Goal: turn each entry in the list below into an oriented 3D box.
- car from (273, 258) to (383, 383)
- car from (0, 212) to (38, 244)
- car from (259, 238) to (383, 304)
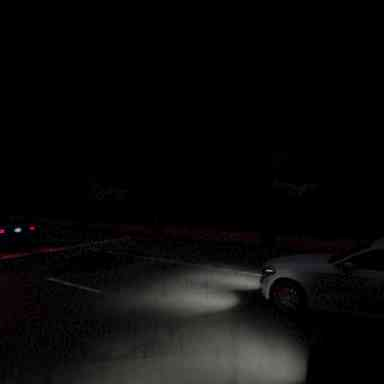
[{"bbox_3d":[3.042,1.523,1.829,4.674,1.442,1.812,0,0,35],"label":"car"},{"bbox_3d":[-8.972,1.573,14.697,5.357,1.411,2.033,0,0,36],"label":"car"},{"bbox_3d":[3.499,1.526,5.800,4.674,1.442,1.812,0,0,35],"label":"car"}]
